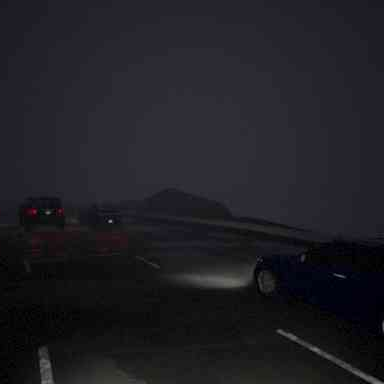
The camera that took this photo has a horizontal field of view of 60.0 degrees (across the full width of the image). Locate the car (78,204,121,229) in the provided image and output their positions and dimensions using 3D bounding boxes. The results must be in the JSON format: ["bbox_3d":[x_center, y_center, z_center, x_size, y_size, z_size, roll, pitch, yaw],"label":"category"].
[{"bbox_3d":[-6.357,1.594,22.635,2.128,1.511,4.902,0,0,-32],"label":"car"}]

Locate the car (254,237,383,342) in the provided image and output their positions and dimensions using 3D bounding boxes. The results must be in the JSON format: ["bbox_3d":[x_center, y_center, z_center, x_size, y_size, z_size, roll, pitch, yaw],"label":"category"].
[{"bbox_3d":[3.084,1.562,6.115,1.812,1.442,4.674,0,0,-27],"label":"car"}]

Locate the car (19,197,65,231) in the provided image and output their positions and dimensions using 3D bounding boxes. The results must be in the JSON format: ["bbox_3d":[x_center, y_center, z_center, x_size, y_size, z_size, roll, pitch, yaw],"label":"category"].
[{"bbox_3d":[-9.828,1.312,21.623,2.150,2.045,5.566,0,0,-33],"label":"car"}]
